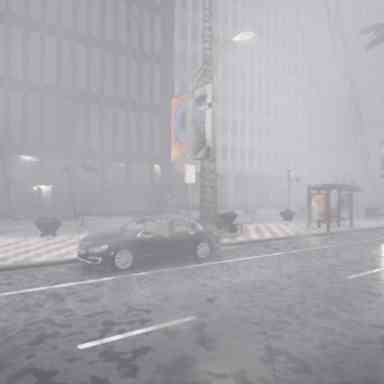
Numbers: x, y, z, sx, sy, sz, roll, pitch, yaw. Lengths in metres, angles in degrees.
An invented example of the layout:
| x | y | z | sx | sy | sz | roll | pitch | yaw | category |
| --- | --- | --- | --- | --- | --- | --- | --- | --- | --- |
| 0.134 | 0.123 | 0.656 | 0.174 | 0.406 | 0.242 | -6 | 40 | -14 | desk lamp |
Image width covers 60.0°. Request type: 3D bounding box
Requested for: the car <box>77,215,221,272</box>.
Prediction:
| x | y | z | sx | sy | sz | roll | pitch | yaw | category |
| --- | --- | --- | --- | --- | --- | --- | --- | --- | --- |
| -1.249 | 1.539 | 11.080 | 4.892 | 1.521 | 2.231 | 1 | 0 | -36 | car |
